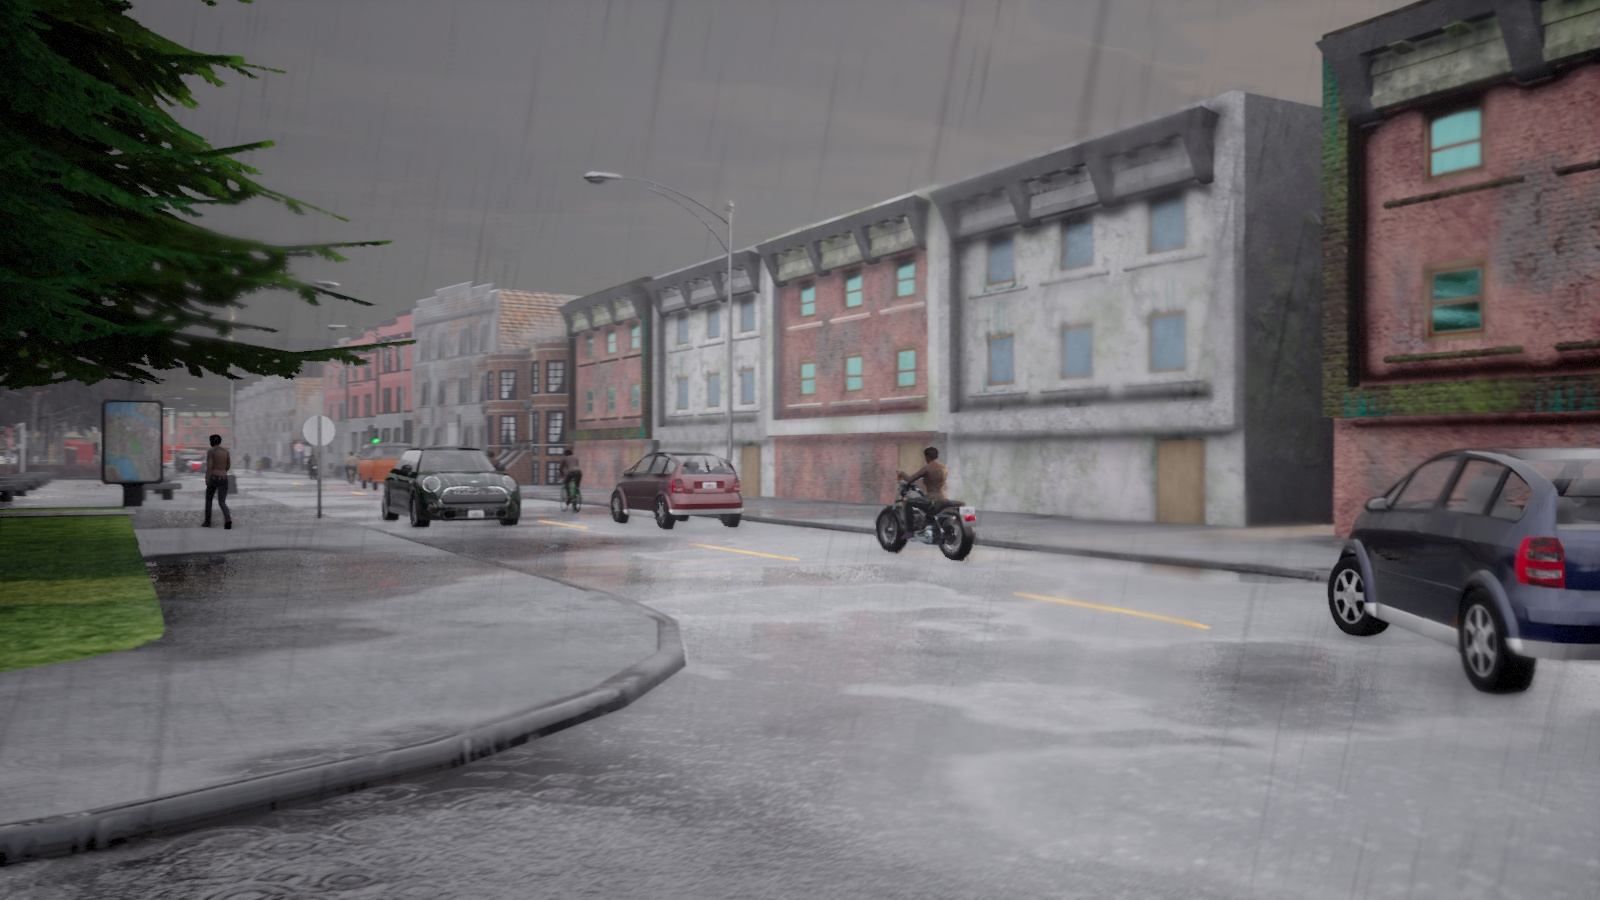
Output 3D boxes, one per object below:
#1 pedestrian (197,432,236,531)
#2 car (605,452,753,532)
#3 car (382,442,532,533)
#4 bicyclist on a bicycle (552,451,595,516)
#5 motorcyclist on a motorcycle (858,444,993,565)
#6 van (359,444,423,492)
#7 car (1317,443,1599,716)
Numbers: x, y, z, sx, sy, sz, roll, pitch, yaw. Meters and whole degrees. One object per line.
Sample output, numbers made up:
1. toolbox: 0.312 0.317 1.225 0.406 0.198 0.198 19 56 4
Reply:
1. pedestrian: -10.888 0.584 23.430 0.869 1.805 0.328 0 0 40
2. car: -2.615 0.828 26.382 1.789 1.549 3.705 0 -1 -29
3. car: -7.417 0.732 26.832 2.097 1.767 4.553 0 0 -29
4. bicyclist on a bicycle: -5.835 0.840 32.287 0.582 1.620 1.656 0 -1 -29
5. motorcyclist on a motorcycle: 1.784 0.756 18.332 0.766 1.649 2.350 0 0 -28
6. van: -17.548 0.762 53.763 1.775 1.987 4.442 0 -1 -29
7. car: 5.170 0.738 8.944 1.789 1.549 3.705 0 0 6
